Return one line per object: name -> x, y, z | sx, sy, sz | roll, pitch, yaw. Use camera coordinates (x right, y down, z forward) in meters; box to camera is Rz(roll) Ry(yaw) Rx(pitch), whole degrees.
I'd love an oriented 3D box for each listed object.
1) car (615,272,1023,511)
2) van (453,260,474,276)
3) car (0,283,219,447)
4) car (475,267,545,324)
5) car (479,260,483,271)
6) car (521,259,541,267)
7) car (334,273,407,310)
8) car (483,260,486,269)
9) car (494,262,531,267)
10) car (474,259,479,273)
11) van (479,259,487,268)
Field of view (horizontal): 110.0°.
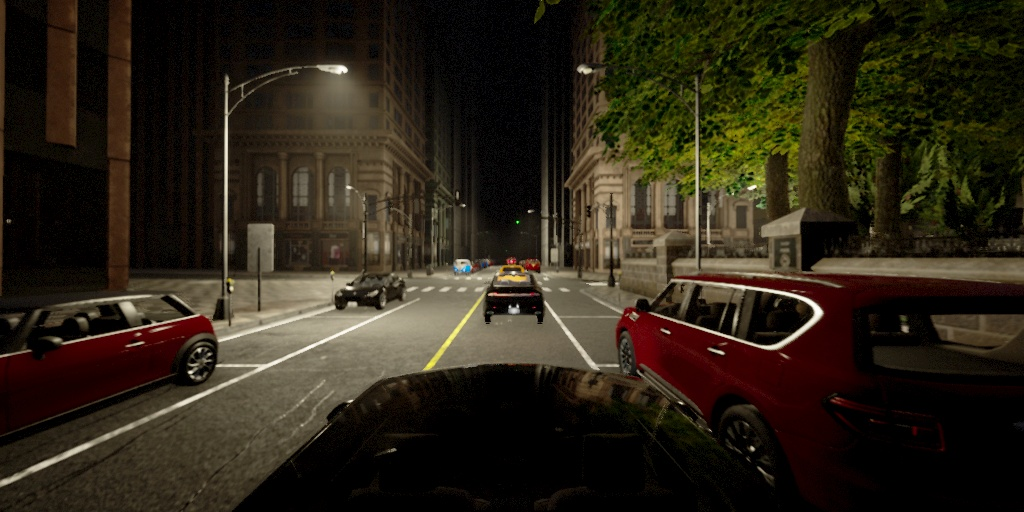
car -> 2.761, 1.080, 4.129 | 2.192, 1.841, 5.009 | 0, 0, 0
van -> -5.813, 1.343, 41.811 | 1.690, 1.789, 3.998 | 0, 0, 0
car -> -5.765, 1.205, 4.107 | 1.967, 1.591, 4.097 | 0, 0, 0
car -> 0.065, 1.306, 12.331 | 2.128, 1.511, 4.902 | 0, 0, 0
car -> -5.827, 1.625, 52.692 | 1.888, 1.381, 4.507 | 0, 0, 0
car -> 2.705, 1.356, 47.271 | 2.192, 1.841, 5.009 | 0, 0, 0
car -> -5.779, 1.396, 15.154 | 1.948, 1.339, 4.313 | 0, 0, 0
car -> -5.834, 1.686, 58.133 | 1.948, 1.339, 4.313 | 0, 0, 0
car -> 0.015, 1.369, 23.647 | 1.882, 1.535, 5.008 | 0, -1, 0
car -> -5.820, 1.481, 47.251 | 1.967, 1.591, 4.097 | 0, 0, 0
van -> -5.841, 1.501, 63.574 | 1.690, 1.789, 3.998 | 0, 0, 0
